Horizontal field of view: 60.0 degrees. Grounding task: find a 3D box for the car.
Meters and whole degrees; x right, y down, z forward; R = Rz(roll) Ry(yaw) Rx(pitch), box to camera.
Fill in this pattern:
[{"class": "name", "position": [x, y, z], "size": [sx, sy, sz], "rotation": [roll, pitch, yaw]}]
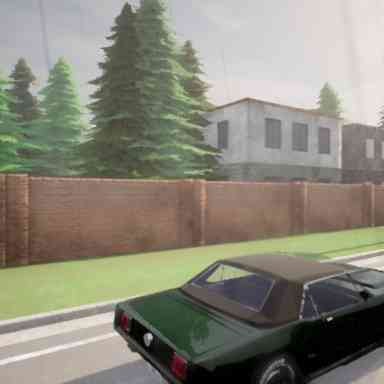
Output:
[{"class": "car", "position": [1.456, 1.577, 4.716], "size": [4.718, 1.301, 1.895], "rotation": [0, 0, -34]}]
